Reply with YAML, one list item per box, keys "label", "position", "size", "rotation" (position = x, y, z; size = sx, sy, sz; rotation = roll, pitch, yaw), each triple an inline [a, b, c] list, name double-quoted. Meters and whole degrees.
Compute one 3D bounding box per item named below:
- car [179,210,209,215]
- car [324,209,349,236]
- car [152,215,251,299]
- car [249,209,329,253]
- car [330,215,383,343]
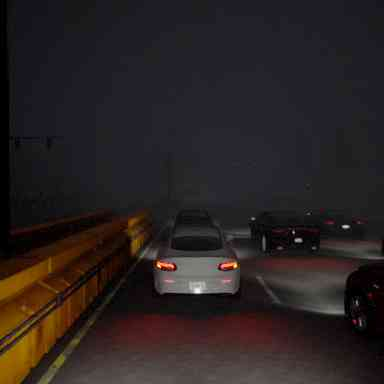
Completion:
- label: "car"
  position: [0.086, 1.601, 17.426]
  size: [1.895, 1.301, 4.718]
  rotation: [0, 0, 0]
- label: "car"
  position: [7.085, 1.564, 17.315]
  size: [1.994, 1.385, 4.181]
  rotation: [0, 0, 0]
- label: "car"
  position: [0.093, 1.526, 8.304]
  size: [1.812, 1.442, 4.674]
  rotation: [0, 0, 0]
- label: "car"
  position: [3.589, 1.478, 13.700]
  size: [1.882, 1.535, 5.008]
  rotation: [0, 0, 0]
- label: "car"
  position: [3.594, 1.352, 3.739]
  size: [2.097, 1.767, 4.553]
  rotation: [0, 0, 0]
